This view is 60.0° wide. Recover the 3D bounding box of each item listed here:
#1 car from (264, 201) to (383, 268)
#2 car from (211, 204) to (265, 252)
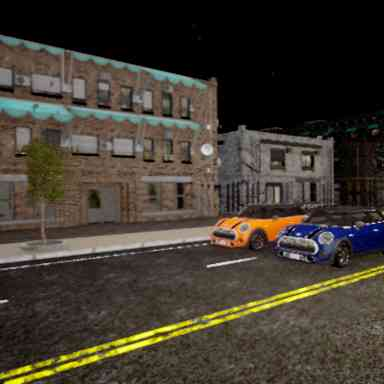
[{"bbox_3d":[4.857,1.283,11.098,4.553,1.767,2.097,-1,0,-35],"label":"car"},{"bbox_3d":[2.972,1.283,13.744,4.553,1.767,2.097,-1,0,-35],"label":"car"}]
